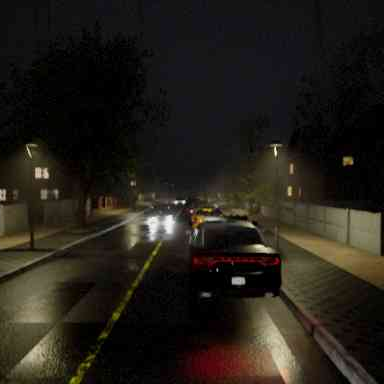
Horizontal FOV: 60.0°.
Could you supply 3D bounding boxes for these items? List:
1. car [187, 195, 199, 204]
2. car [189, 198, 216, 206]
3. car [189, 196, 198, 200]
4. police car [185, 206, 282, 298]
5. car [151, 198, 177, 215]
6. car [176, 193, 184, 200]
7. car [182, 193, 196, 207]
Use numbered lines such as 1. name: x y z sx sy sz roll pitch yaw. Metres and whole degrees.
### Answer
1. car: 0.144 1.238 58.455 2.033 1.411 5.357 0 0 0
2. car: 0.869 1.363 18.658 1.801 1.575 5.366 0 0 0
3. car: 0.884 1.333 24.658 1.801 1.575 5.366 0 0 0
4. police car: 0.844 1.383 8.575 1.930 1.638 5.238 0 0 0
5. car: -2.772 1.443 31.606 1.895 1.301 4.718 0 0 0
6. car: -2.572 1.205 71.890 1.895 1.301 4.718 0 0 0
7. car: 0.131 1.258 45.099 2.128 1.511 4.902 0 0 1
